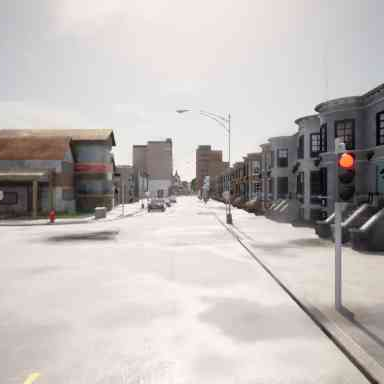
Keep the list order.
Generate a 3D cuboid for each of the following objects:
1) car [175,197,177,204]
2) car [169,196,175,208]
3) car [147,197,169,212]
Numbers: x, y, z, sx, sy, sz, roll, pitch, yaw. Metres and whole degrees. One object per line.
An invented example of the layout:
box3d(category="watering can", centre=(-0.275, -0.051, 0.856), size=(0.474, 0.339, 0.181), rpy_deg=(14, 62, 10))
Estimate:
box3d(category="car", centre=(-3.995, 1.525, 65.965), size=(1.812, 1.442, 4.674), rpy_deg=(0, 0, 0))
box3d(category="car", centre=(-4.093, 1.547, 49.747), size=(2.033, 1.411, 5.357), rpy_deg=(0, 0, 0))
box3d(category="car", centre=(-4.102, 1.505, 39.260), size=(1.837, 1.490, 4.892), rpy_deg=(0, 0, 0))
